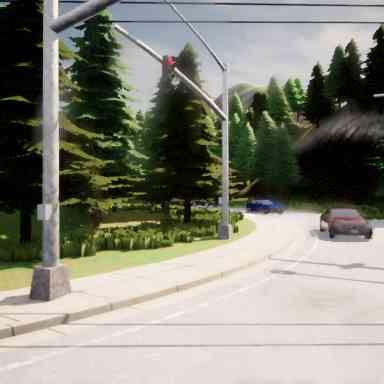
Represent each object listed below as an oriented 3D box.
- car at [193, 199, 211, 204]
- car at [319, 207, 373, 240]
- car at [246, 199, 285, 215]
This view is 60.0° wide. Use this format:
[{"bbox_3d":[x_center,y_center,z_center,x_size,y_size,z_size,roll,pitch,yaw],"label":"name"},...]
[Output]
[{"bbox_3d":[1.987,1.505,50.068,1.837,1.490,4.892,0,0,-37],"label":"car"},{"bbox_3d":[7.786,1.526,17.208,1.812,1.442,4.674,0,0,12],"label":"car"},{"bbox_3d":[7.353,1.477,33.746,1.882,1.535,5.008,0,0,-21],"label":"car"}]
